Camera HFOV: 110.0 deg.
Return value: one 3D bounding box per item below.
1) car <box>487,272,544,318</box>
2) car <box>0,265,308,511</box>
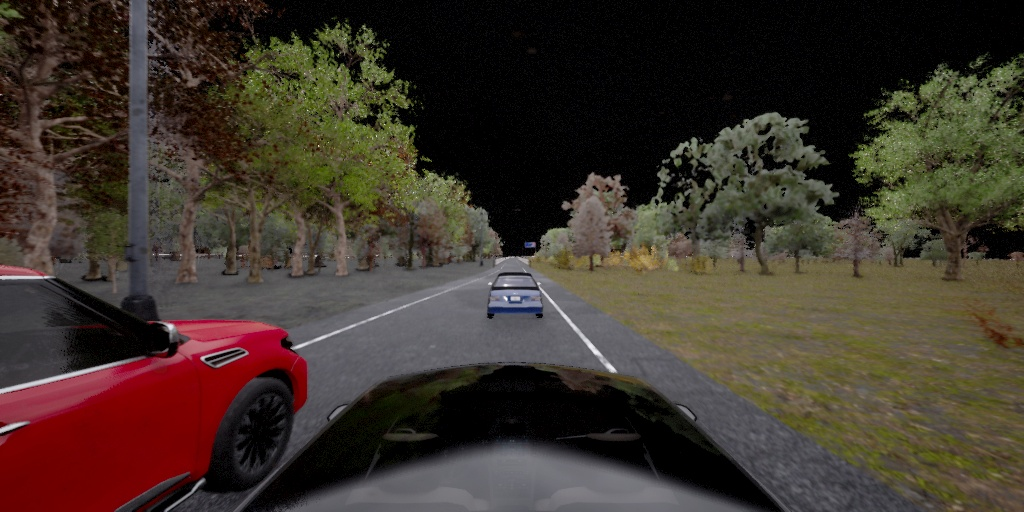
[{"bbox_3d":[0.098,1.299,13.028,2.033,1.411,5.357,0,0,0],"label":"car"},{"bbox_3d":[-3.275,0.971,1.421,2.150,2.045,5.566,0,0,1],"label":"car"}]
